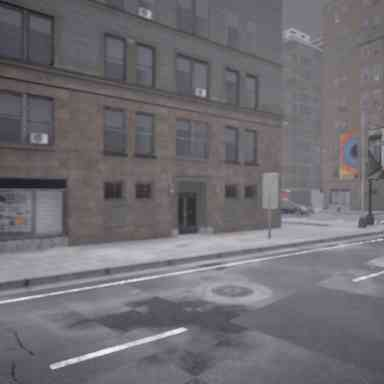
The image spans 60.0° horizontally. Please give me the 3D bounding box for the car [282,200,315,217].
[{"bbox_3d":[11.193,1.724,36.705,2.097,1.767,4.553,0,-1,-35],"label":"car"}]
